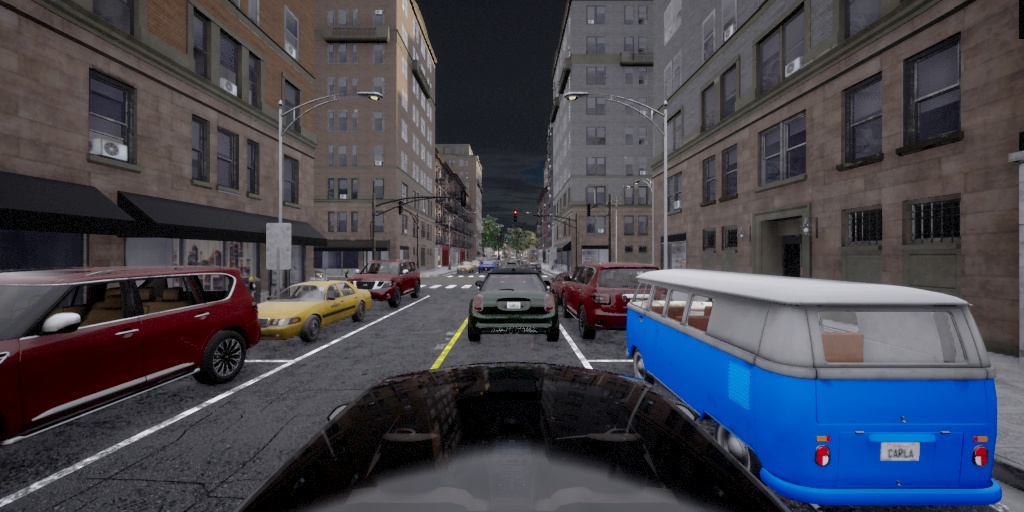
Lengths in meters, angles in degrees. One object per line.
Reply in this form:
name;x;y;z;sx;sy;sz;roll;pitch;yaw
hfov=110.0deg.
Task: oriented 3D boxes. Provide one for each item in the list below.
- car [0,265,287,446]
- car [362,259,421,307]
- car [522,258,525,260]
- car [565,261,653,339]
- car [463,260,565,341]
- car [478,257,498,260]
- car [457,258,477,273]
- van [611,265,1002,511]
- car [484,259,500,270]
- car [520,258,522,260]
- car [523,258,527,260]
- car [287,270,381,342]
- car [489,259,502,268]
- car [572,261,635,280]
car;-5.401;1.065;4.277;2.192;1.841;5.009;0;0;0
car;-5.418;1.064;15.633;2.192;1.841;5.009;0;0;0
car;2.576;1.295;48.133;1.888;1.381;4.507;0;0;0
car;2.627;1.065;9.964;2.192;1.841;5.009;0;0;0
car;0.023;1.102;10.001;2.097;1.767;4.553;0;0;0
car;-2.898;1.227;42.887;1.882;1.535;5.008;0;0;0
car;-5.469;1.274;42.471;1.751;1.417;4.829;0;0;0
van;2.635;1.091;4.285;1.690;1.789;3.998;0;0;0
car;-2.909;1.241;52.854;2.128;1.511;4.902;0;0;0
car;2.569;1.300;53.615;2.007;1.370;4.403;0;0;0
car;2.584;1.300;42.652;2.007;1.370;4.403;0;0;0
car;-5.410;1.275;9.784;1.751;1.417;4.829;0;0;0
car;-2.896;1.315;62.914;1.994;1.385;4.181;0;0;0
car;7.776;1.201;30.795;4.902;1.511;2.128;0;0;0
